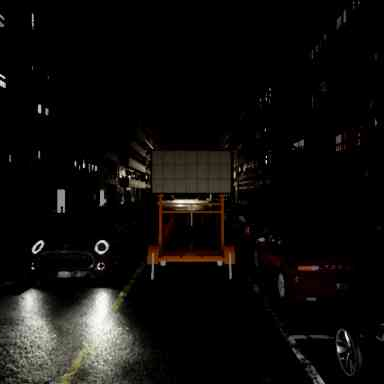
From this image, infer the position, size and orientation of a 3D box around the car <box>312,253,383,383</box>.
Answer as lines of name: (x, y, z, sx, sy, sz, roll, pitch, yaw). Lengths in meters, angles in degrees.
car: (2.689, 1.566, 2.504, 1.947, 1.339, 4.313, 0, 0, 0)

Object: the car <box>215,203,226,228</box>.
car: (2.666, 1.550, 19.413, 2.008, 1.369, 4.403, 0, 0, 0)

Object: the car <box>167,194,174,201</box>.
car: (-5.801, 1.290, 81.406, 2.192, 1.841, 5.009, 0, 0, 0)

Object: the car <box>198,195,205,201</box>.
car: (2.578, 1.500, 81.584, 1.752, 1.417, 4.829, 0, 0, 0)

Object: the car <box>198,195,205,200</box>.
car: (2.563, 1.513, 92.686, 1.887, 1.381, 4.507, 0, 0, 0)

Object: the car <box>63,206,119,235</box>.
car: (-5.715, 1.565, 19.404, 1.947, 1.339, 4.313, 0, 0, 0)

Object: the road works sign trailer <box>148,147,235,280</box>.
road works sign trailer: (-0.013, 0.464, 9.906, 2.380, 3.560, 2.880, 0, 0, 0)

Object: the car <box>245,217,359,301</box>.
car: (2.682, 1.545, 8.140, 1.887, 1.381, 4.507, 0, 0, 0)

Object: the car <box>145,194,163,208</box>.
car: (-5.755, 1.431, 47.588, 1.967, 1.590, 4.097, 0, 0, 0)

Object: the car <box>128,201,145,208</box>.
car: (-5.731, 1.522, 30.507, 1.752, 1.417, 4.829, 0, 0, 0)

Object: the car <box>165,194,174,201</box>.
car: (-5.810, 1.412, 87.041, 1.967, 1.590, 4.097, 0, 0, 0)

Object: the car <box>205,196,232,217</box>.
car: (2.651, 1.311, 30.686, 2.192, 1.841, 5.009, 0, 0, 0)

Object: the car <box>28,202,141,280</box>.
car: (-3.013, 1.352, 10.080, 2.097, 1.767, 4.553, 0, 0, 0)

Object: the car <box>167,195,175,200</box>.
car: (-5.818, 1.513, 92.679, 1.887, 1.381, 4.507, 0, 0, 0)

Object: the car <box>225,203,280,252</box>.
car: (2.674, 1.440, 13.777, 1.967, 1.590, 4.097, 0, 0, 0)

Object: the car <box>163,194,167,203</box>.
car: (-5.761, 1.303, 53.224, 2.192, 1.841, 5.009, 0, 0, 0)
